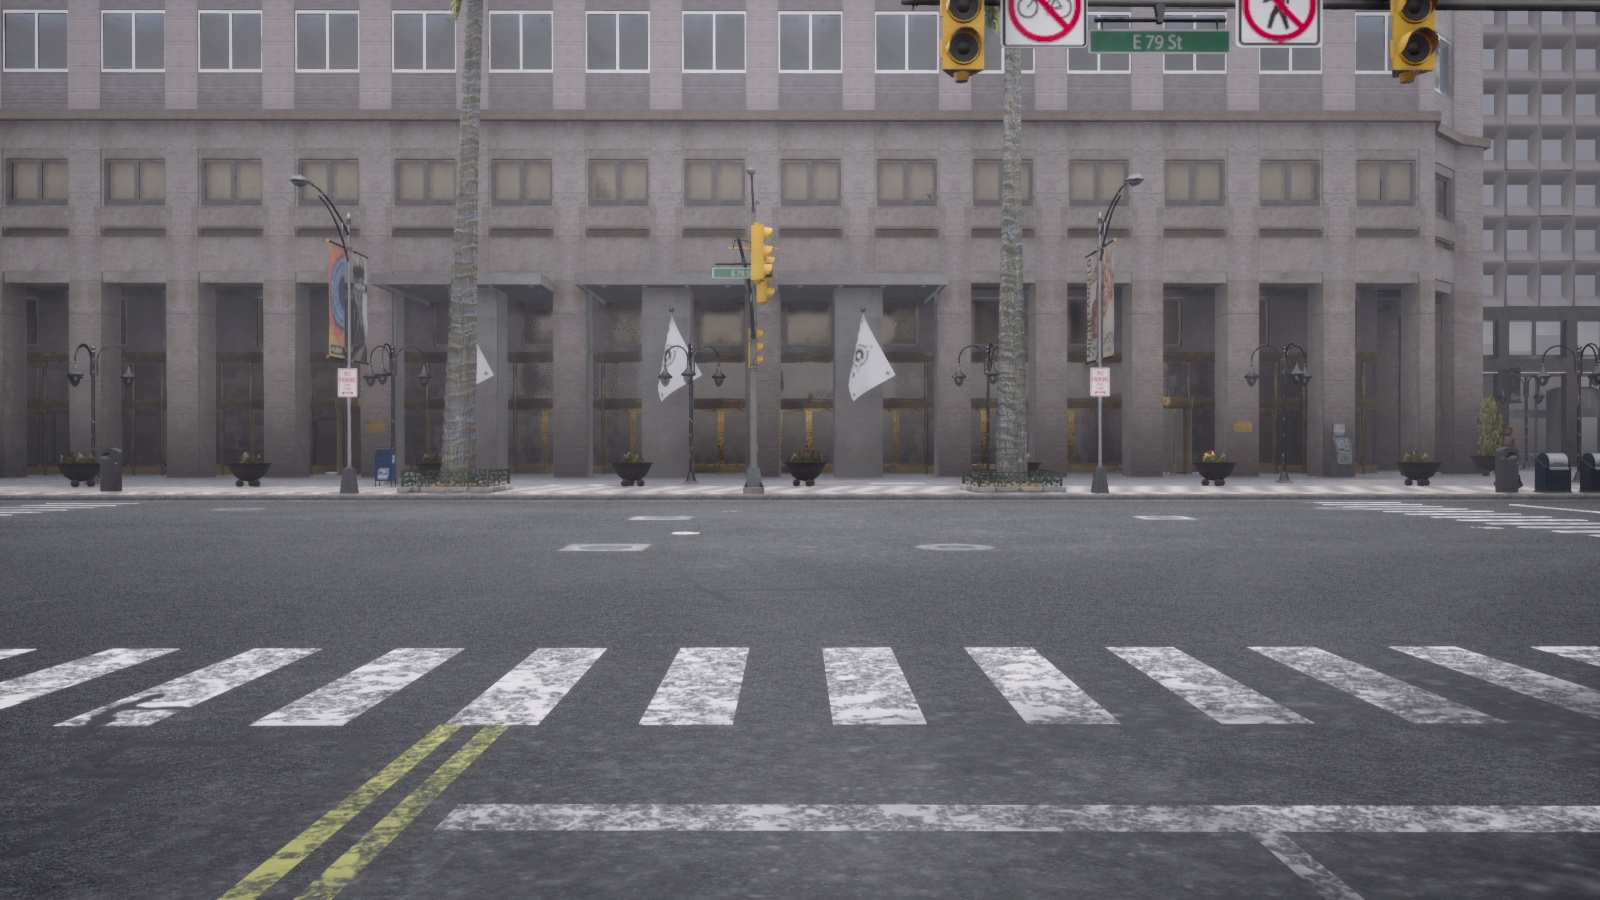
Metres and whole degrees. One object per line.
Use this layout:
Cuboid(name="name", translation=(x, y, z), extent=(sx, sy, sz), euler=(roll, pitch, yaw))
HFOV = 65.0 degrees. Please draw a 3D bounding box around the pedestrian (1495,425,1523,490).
Cuboid(name="pedestrian", translation=(20.519, 0.215, 36.345), extent=(0.634, 1.846, 0.331), euler=(0, 0, -15))
